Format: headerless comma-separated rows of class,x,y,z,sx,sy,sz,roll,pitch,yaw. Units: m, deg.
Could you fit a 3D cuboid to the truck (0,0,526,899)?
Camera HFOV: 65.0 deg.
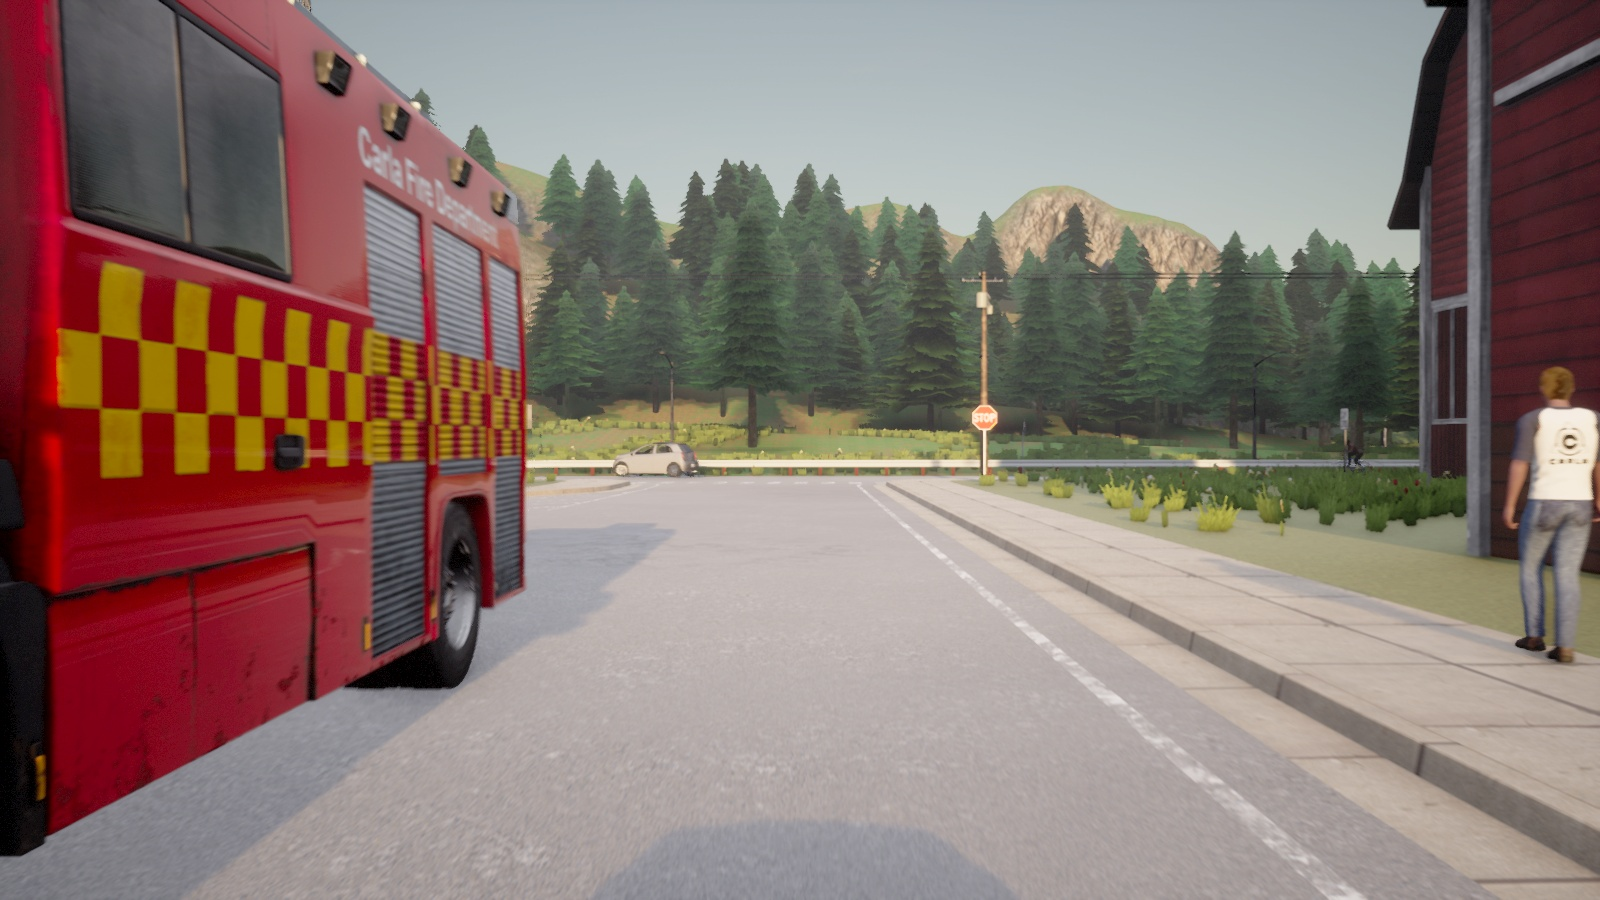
truck,-3.456,-0.448,4.859,2.891,3.827,8.468,0,0,0

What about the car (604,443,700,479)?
car,-6.347,0.451,53.892,3.633,1.501,1.845,0,0,19

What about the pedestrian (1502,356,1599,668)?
pedestrian,4.654,0.362,7.753,0.354,1.836,0.706,0,0,12
